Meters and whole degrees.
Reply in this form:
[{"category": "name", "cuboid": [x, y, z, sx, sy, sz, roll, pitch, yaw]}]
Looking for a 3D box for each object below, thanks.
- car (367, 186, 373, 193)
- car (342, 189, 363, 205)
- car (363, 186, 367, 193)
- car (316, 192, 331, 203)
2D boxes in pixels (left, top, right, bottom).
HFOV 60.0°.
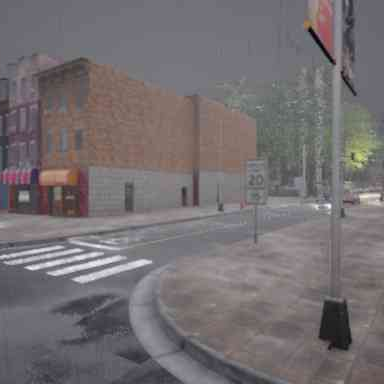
[{"category": "car", "cuboid": [43.267, -0.393, 83.178, 1.802, 1.307, 4.206, 2, 2, 35]}, {"category": "car", "cuboid": [17.326, 0.662, 37.116, 1.994, 1.385, 4.181, 0, 1, 36]}, {"category": "car", "cuboid": [37.000, -0.207, 74.262, 1.947, 1.339, 4.313, 2, 2, 35]}, {"category": "car", "cuboid": [16.759, 0.619, 41.081, 1.895, 1.301, 4.718, 0, 1, 36]}]
